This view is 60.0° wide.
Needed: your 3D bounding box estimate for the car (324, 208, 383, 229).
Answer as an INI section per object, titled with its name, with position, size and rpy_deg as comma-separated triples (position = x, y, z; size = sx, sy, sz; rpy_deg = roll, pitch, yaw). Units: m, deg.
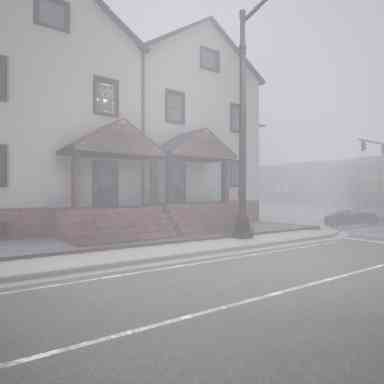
[car]
position = 12.654, 1.976, 25.665
size = 2.128, 1.511, 4.902
rpy_deg = 0, -9, -36
